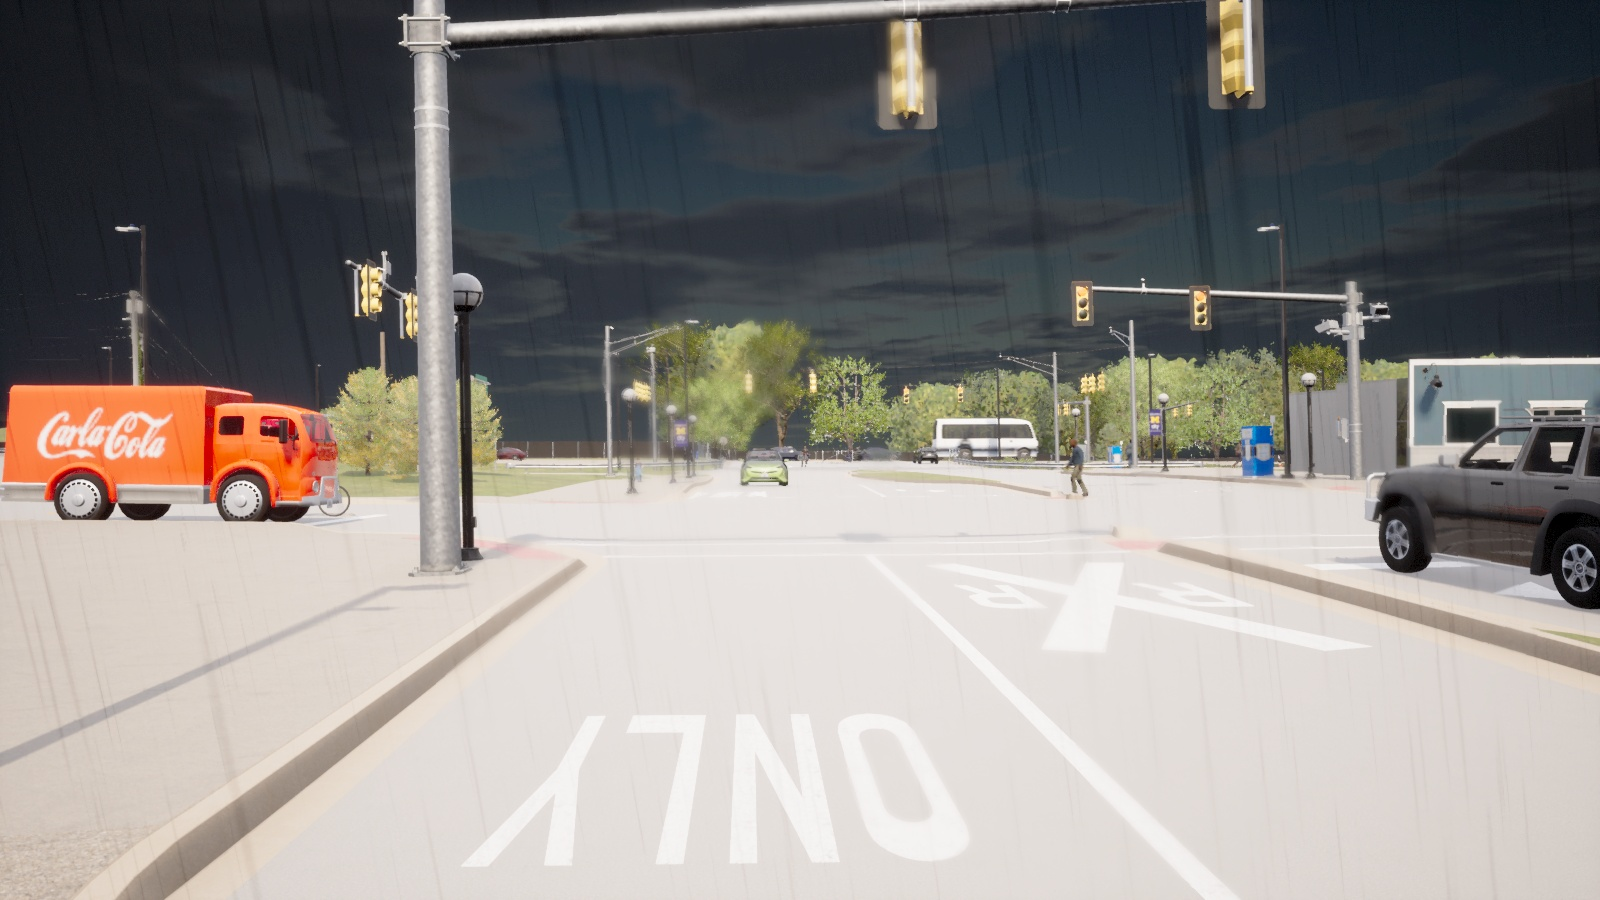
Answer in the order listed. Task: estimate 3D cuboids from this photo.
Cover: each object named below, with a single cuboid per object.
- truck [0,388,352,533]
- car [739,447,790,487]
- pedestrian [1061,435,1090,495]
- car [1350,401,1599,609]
[{"bbox_3d":[-11.174,0.198,22.732,5.204,2.467,2.627,0,-1,-2],"label":"truck"},{"bbox_3d":[-1.490,0.703,51.975,2.007,1.525,4.514,-1,-1,-2],"label":"car"},{"bbox_3d":[8.461,0.460,38.593,0.726,1.835,0.370,-2,-1,0],"label":"pedestrian"},{"bbox_3d":[7.887,0.436,13.015,1.932,1.855,4.605,-1,1,-7],"label":"car"}]
